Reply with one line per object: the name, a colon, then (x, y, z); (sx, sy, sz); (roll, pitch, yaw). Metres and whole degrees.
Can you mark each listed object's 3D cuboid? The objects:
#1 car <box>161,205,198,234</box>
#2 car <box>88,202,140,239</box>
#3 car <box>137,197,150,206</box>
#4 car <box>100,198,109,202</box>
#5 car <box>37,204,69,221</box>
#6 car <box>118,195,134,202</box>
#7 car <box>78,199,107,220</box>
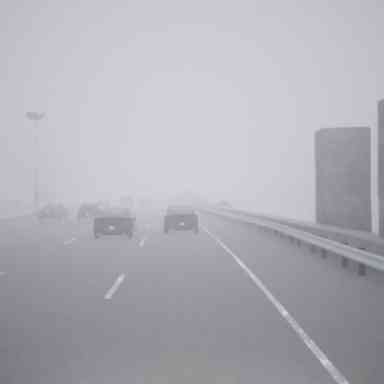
car: (-0.785, 1.523, 19.942); (1.882, 1.535, 5.008); (0, 0, -6)
car: (-4.084, 1.559, 18.212); (1.882, 1.535, 5.008); (0, 0, -6)
car: (-8.607, 1.700, 58.747); (2.128, 1.511, 4.902); (0, 0, -18)
car: (-14.448, 1.748, 54.039); (1.882, 1.535, 5.008); (0, 0, -17)
car: (-12.300, 1.748, 29.697); (2.033, 1.411, 5.357); (-1, 0, -11)
car: (-11.050, 1.453, 55.398); (2.150, 2.045, 5.566); (0, 0, -18)
car: (-9.077, 1.668, 30.008); (1.837, 1.490, 4.892); (0, 0, -10)
